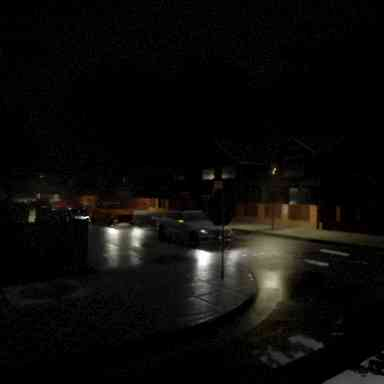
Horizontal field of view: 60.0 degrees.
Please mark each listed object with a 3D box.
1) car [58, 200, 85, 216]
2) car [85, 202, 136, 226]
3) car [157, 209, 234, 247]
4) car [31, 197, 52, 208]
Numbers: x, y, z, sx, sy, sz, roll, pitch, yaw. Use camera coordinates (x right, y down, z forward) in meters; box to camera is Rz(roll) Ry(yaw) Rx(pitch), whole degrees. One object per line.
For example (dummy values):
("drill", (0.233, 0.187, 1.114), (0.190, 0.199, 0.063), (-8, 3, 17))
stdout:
("car", (-11.605, 1.477, 32.126), (1.812, 1.442, 4.674), (1, 0, -35))
("car", (-5.727, 1.476, 23.761), (1.882, 1.535, 5.008), (1, 0, -35))
("car", (-0.040, 1.568, 15.526), (1.812, 1.442, 4.674), (1, 0, -33))
("car", (-20.434, 1.430, 44.911), (2.033, 1.411, 5.357), (1, 0, -35))
